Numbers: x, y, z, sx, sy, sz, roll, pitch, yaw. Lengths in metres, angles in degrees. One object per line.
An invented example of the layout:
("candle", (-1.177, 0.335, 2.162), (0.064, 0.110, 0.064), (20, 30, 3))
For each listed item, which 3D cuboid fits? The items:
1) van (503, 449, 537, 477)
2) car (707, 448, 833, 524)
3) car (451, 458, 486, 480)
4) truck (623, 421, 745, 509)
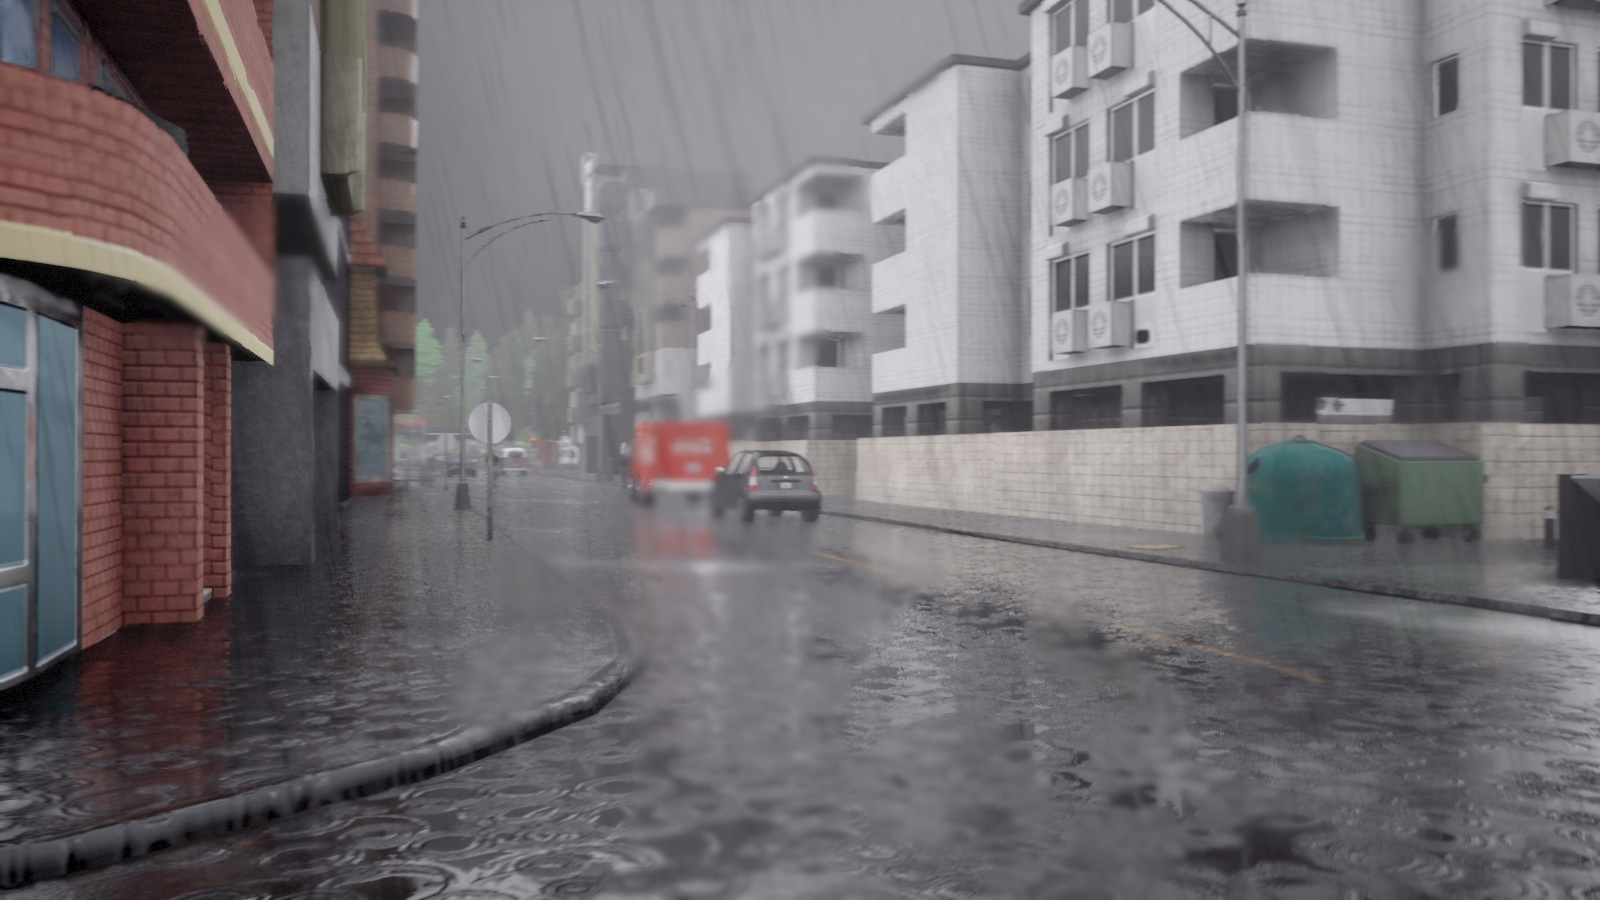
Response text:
("van", (-20.766, 0.935, 92.954), (2.069, 2.038, 4.480), (0, 0, -17))
("car", (-0.771, 0.767, 28.815), (1.851, 1.617, 3.988), (0, 0, -17))
("car", (-22.400, 1.230, 84.769), (2.033, 1.411, 5.357), (0, 0, -17))
("truck", (-3.613, 0.431, 37.941), (2.627, 2.467, 5.204), (0, 0, -17))
